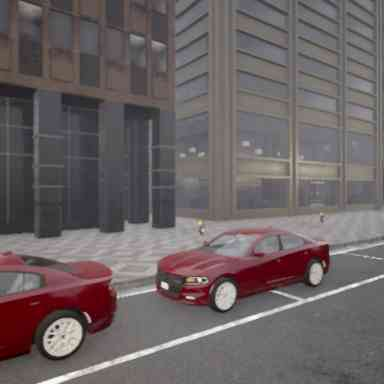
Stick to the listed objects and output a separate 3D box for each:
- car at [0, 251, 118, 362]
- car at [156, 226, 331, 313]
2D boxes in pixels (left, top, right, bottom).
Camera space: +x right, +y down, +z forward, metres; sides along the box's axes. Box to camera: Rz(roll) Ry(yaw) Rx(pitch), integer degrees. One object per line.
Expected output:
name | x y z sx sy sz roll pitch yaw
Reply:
car | -3.239 1.546 4.334 4.507 1.381 1.887 0 0 -36
car | 1.322 1.509 7.588 4.507 1.381 1.887 0 0 -36
